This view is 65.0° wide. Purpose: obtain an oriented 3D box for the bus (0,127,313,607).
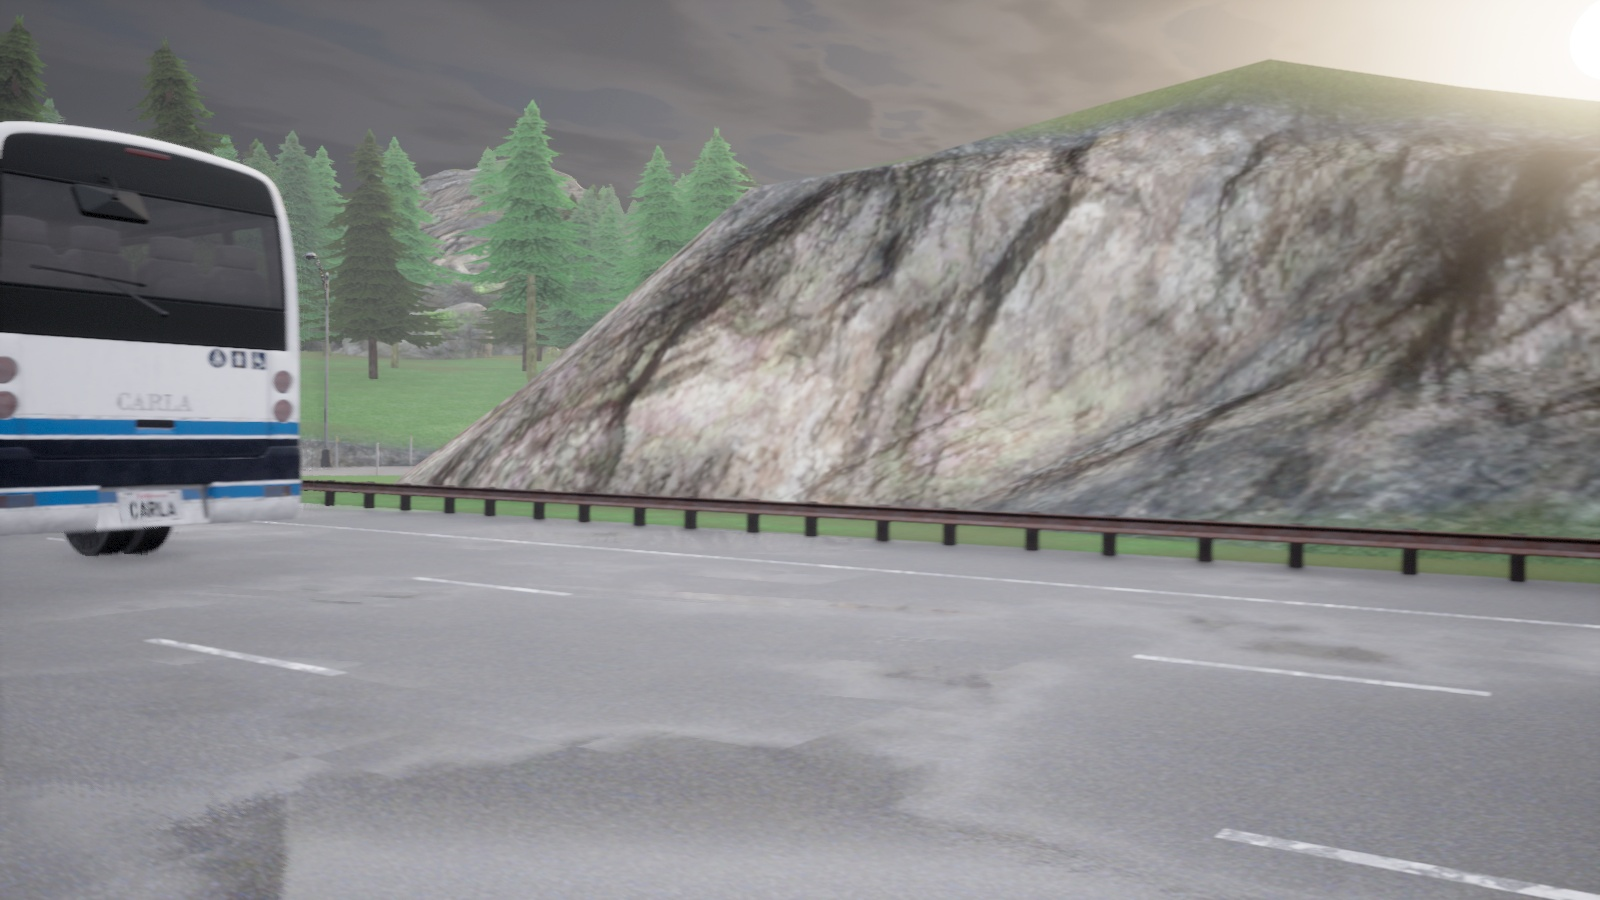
[{"bbox_3d":[-10.726,-0.752,14.924,10.273,4.253,3.944,0,1,34],"label":"bus"}]
